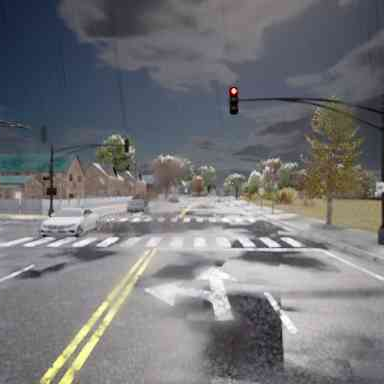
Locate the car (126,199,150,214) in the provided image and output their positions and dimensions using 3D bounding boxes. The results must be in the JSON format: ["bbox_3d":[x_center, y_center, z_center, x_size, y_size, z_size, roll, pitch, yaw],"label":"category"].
[{"bbox_3d":[-5.786,1.557,36.012,1.837,1.490,4.892,0,2,2],"label":"car"}]

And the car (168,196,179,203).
[{"bbox_3d":[-3.804,1.577,70.278,2.033,1.411,5.357,0,0,4],"label":"car"}]

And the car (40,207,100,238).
[{"bbox_3d":[-6.318,1.540,17.791,1.812,1.442,4.674,0,0,1],"label":"car"}]
